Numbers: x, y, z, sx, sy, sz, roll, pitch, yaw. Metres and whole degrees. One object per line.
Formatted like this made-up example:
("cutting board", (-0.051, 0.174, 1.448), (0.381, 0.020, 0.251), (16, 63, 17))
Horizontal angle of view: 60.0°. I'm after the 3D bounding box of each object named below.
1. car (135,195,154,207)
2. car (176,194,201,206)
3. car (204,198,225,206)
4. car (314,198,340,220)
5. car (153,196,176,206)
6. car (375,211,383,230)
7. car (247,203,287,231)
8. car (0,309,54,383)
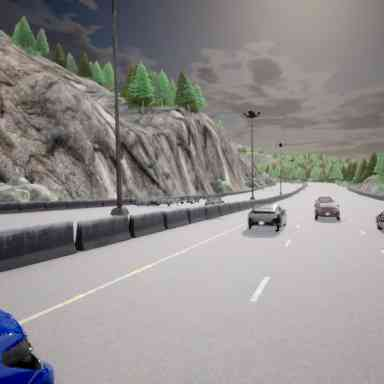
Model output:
("car", (-6.621, 1.315, 49.897), (2.097, 1.767, 4.553), (0, 0, 21))
("car", (-0.099, 1.021, 47.352), (1.837, 1.490, 4.892), (0, 0, 21))
("car", (3.175, 1.474, 46.117), (1.994, 1.385, 4.181), (0, 0, 21))
("car", (11.048, 1.475, 27.262), (1.812, 1.442, 4.674), (0, 0, 21))
("car", (-3.375, 1.303, 48.584), (1.895, 1.301, 4.718), (0, 0, 21))
("car", (11.174, 1.516, 17.780), (2.033, 1.411, 5.357), (0, 0, 21))
("car", (4.661, 1.452, 20.344), (2.128, 1.511, 4.902), (0, 0, 21))
("car", (-2.898, 1.217, 0.594), (2.150, 2.045, 5.566), (0, 0, 21))
